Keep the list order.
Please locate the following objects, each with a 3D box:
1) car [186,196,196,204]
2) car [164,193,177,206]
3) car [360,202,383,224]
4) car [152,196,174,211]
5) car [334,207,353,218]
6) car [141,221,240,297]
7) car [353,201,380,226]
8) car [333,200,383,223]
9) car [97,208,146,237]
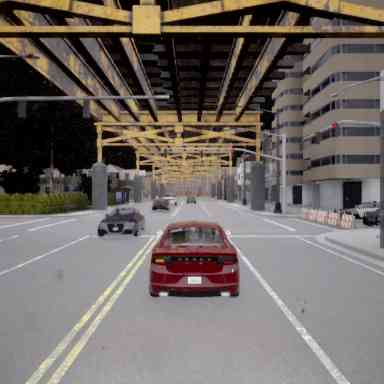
[{"bbox_3d":[-0.137,1.547,63.294,2.033,1.411,5.357,0,0,0],"label":"car"},{"bbox_3d":[-3.685,1.220,55.200,2.150,2.045,5.566,0,0,0],"label":"car"},{"bbox_3d":[13.265,1.295,21.333,4.536,1.218,1.853,0,0,-20],"label":"car"},{"bbox_3d":[-3.683,1.547,40.104,2.033,1.411,5.357,0,0,0],"label":"car"},{"bbox_3d":[13.581,1.295,25.453,4.536,1.218,1.853,0,0,25],"label":"car"},{"bbox_3d":[0.056,1.478,8.619,1.882,1.535,5.008,0,0,0],"label":"car"},{"bbox_3d":[13.216,1.453,21.315,4.974,1.542,2.038,0,0,-20],"label":"car"},{"bbox_3d":[13.534,1.453,25.474,4.974,1.542,2.038,0,0,25],"label":"car"},{"bbox_3d":[-3.638,1.564,17.818,1.994,1.385,4.181,0,0,0],"label":"car"}]
